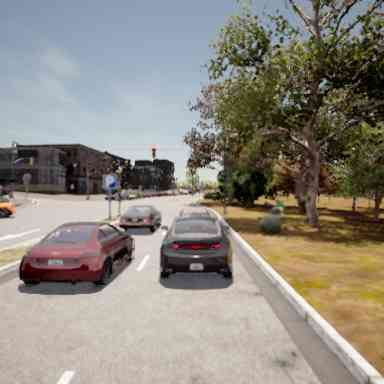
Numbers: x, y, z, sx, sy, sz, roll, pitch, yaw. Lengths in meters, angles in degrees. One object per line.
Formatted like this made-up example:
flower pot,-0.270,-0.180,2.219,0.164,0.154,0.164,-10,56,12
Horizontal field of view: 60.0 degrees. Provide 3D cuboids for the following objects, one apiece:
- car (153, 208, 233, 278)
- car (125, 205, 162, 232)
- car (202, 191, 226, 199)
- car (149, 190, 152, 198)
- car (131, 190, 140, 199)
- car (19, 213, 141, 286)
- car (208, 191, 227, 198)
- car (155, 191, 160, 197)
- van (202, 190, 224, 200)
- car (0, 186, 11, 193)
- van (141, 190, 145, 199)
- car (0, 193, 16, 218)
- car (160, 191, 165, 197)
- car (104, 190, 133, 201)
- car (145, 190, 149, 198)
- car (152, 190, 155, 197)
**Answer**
car,0.106,1.444,9.966,1.837,1.490,4.892,0,0,0
car,-2.850,1.436,19.138,2.033,1.411,5.357,0,0,1
car,4.645,0.646,69.853,4.553,1.767,2.185,0,0,-14
car,-12.664,0.797,79.235,4.674,1.452,2.002,-1,1,-13
car,-13.820,0.838,67.276,5.366,1.575,1.946,-1,0,-15
car,-2.913,1.506,9.291,1.994,1.385,4.181,0,0,2
car,6.432,0.530,84.552,4.553,1.767,2.185,0,0,-12
car,-11.480,0.731,88.219,4.674,1.452,2.002,-1,1,-12
van,4.263,0.569,66.882,4.442,1.987,1.878,0,1,-14
car,-31.182,-0.255,55.139,2.002,1.452,4.674,6,-2,-19
van,-13.263,0.573,73.267,4.442,1.987,1.878,-1,0,-14
car,-16.635,1.215,26.478,4.553,1.767,2.185,-1,1,-19
car,-11.031,0.417,91.223,5.566,2.045,2.435,-1,0,-12
car,-14.464,0.902,64.284,4.792,1.488,2.163,-1,1,-15
car,-13.036,0.780,76.239,4.892,1.521,2.231,-1,0,-14
car,-12.293,0.775,82.237,4.674,1.452,2.002,-1,0,-13
